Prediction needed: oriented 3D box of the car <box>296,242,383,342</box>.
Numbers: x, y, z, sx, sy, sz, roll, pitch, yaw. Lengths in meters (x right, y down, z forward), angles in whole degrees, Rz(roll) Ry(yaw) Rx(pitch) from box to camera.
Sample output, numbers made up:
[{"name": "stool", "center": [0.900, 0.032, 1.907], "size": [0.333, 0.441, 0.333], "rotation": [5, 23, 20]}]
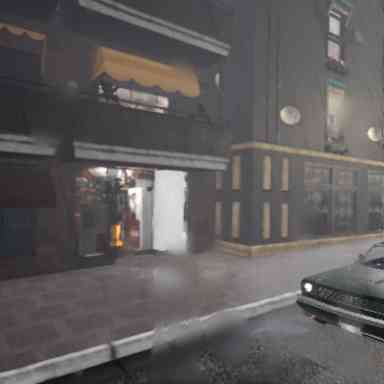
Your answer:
[{"name": "car", "center": [4.000, 1.583, 5.915], "size": [4.718, 1.301, 1.895], "rotation": [0, 0, -35]}]
